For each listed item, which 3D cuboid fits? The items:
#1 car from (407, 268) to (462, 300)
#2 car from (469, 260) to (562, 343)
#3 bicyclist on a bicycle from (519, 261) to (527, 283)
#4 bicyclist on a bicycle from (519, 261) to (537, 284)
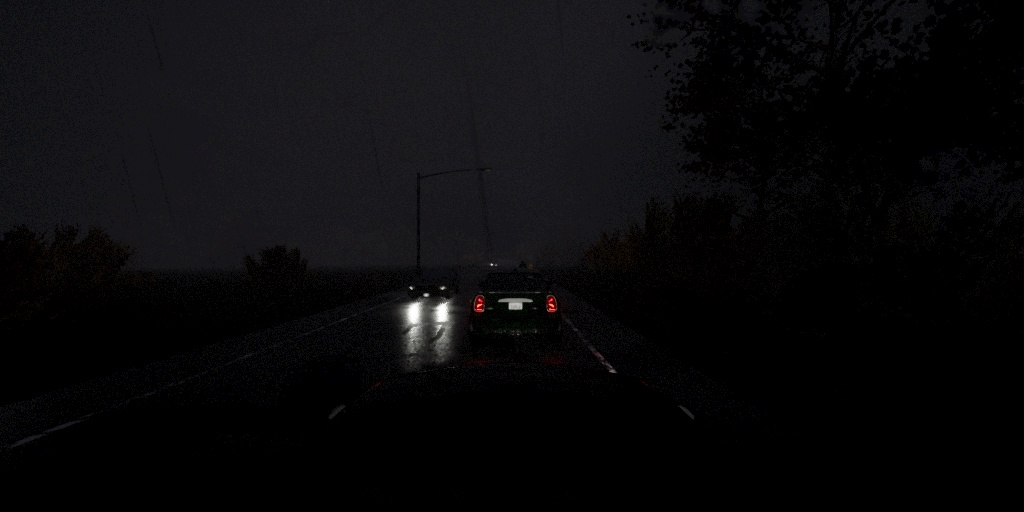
[{"bbox_3d":[-3.681,1.291,18.060,2.033,1.411,5.357,0,0,0],"label":"car"},{"bbox_3d":[0.067,1.099,9.862,2.097,1.767,4.553,0,0,0],"label":"car"},{"bbox_3d":[0.823,1.193,27.323,0.582,1.620,1.656,0,0,0],"label":"bicyclist on a bicycle"},{"bbox_3d":[0.893,1.181,17.207,0.866,1.612,1.509,0,0,0],"label":"bicyclist on a bicycle"}]
